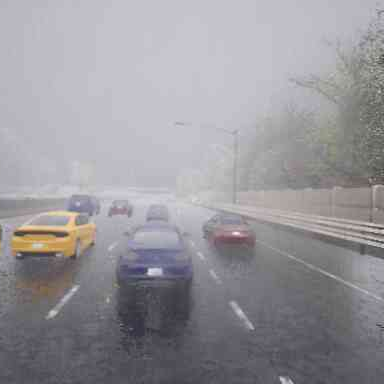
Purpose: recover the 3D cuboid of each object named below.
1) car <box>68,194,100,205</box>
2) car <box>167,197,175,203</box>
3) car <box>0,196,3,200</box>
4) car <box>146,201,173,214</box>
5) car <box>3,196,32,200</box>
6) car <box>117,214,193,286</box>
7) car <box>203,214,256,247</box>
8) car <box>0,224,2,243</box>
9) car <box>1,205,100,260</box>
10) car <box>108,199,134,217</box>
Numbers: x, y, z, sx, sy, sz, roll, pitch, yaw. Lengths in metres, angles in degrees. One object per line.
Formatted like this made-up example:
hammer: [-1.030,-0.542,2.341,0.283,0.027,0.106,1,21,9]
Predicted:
car: [-10.268,1.244,31.923,2.150,2.045,5.566,2,-1,-6]
car: [-5.666,2.186,90.673,2.097,1.767,4.553,2,-1,-6]
car: [-25.588,1.183,42.774,2.128,1.511,4.902,2,-1,-5]
car: [-2.818,1.742,27.605,2.033,1.411,5.357,2,-1,-6]
car: [-22.118,1.272,43.236,1.882,1.535,5.008,2,-1,-5]
car: [-1.019,1.591,9.526,1.812,1.442,4.674,2,-1,-6]
car: [1.714,1.777,16.372,1.994,1.385,4.181,2,-1,-6]
car: [-8.217,1.365,11.230,2.128,1.511,4.902,2,-1,-6]
car: [-4.807,1.461,12.318,1.882,1.535,5.008,2,-1,-6]
car: [-6.822,1.481,32.595,2.097,1.767,4.553,2,-1,-6]
